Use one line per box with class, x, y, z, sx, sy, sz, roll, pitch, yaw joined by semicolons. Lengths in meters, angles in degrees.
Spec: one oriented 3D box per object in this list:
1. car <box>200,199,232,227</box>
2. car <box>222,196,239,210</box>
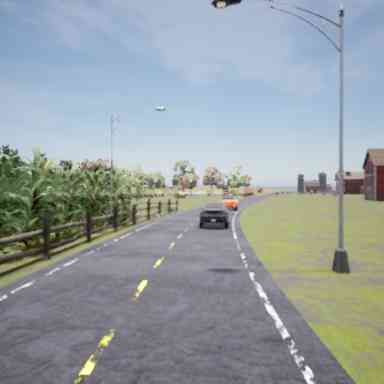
car;1.582;1.460;22.596;1.837;1.490;4.892;0;0;7
car;4.641;1.240;40.913;2.097;1.767;4.553;0;0;12
